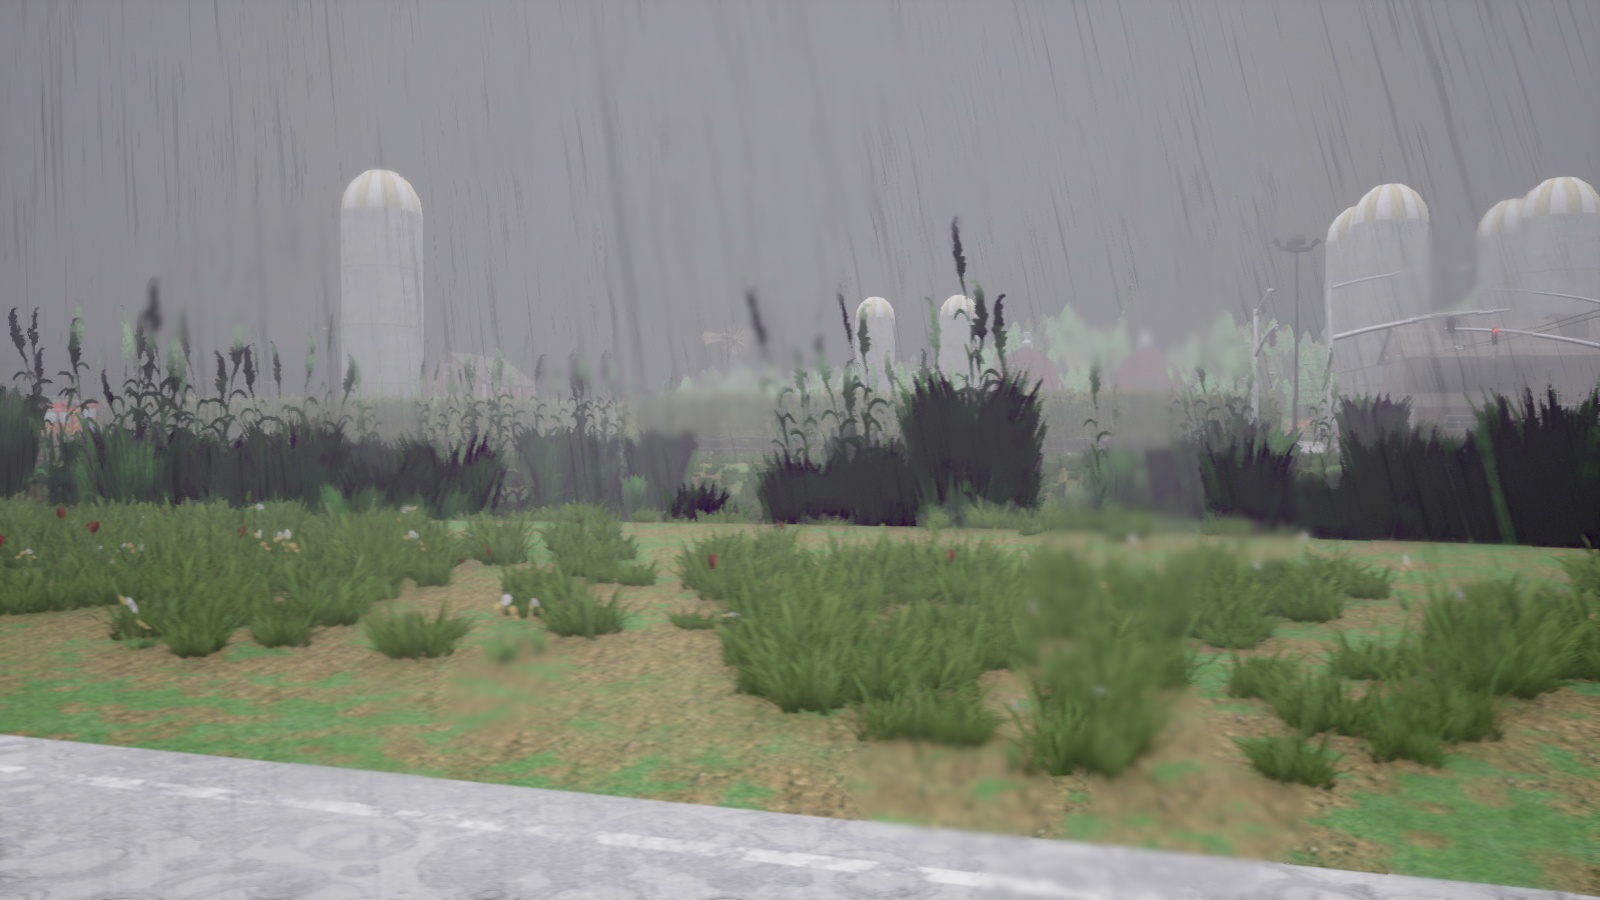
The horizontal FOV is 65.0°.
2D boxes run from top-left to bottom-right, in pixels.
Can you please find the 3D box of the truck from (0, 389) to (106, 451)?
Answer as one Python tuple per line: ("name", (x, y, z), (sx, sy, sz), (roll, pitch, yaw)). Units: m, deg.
("truck", (-49.139, -1.922, 80.310), (8.468, 3.827, 2.891), (1, 1, 12))
